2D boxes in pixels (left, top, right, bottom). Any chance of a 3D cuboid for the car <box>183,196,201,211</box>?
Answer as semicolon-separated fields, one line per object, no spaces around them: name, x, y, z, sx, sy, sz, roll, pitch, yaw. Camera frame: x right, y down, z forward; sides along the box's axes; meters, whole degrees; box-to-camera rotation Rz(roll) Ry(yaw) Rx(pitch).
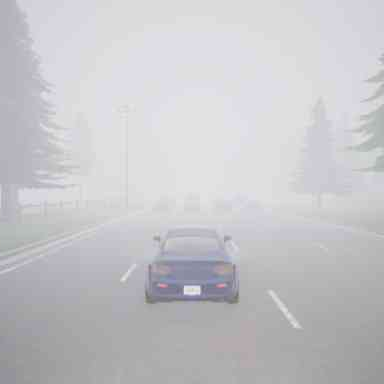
car;0.016;1.498;39.019;1.994;1.385;4.181;0;0;0

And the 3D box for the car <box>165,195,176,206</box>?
car;-3.480;1.269;48.993;2.097;1.767;4.553;0;0;0

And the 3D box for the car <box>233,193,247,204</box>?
car;7.020;1.139;49.049;2.150;2.045;5.566;0;0;0

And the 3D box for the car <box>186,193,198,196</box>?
car;0.020;1.139;49.052;2.150;2.045;5.566;0;0;0

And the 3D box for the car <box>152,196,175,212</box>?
car;-3.484;1.482;38.604;2.033;1.411;5.357;0;0;0

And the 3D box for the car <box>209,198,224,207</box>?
car;3.520;1.518;49.051;1.895;1.301;4.718;0;0;0

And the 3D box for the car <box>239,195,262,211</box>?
car;7.016;1.460;39.016;1.812;1.442;4.674;0;0;0

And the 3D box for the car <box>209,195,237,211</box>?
car;3.516;1.426;38.601;2.128;1.511;4.902;0;0;0

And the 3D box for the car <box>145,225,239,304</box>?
car;0.004;1.512;7.989;1.812;1.442;4.674;0;0;0
